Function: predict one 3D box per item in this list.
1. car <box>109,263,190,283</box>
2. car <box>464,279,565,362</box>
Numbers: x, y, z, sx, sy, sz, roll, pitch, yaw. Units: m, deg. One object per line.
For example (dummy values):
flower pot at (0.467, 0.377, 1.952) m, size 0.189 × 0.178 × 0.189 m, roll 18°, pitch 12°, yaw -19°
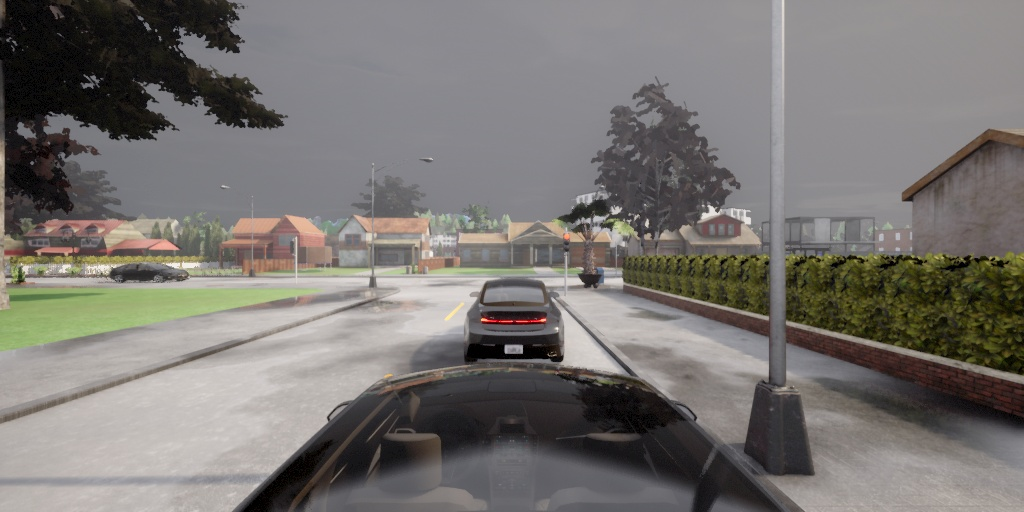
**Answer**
car at (-27.024, 1.254, 26.819) m, size 4.892 × 1.490 × 1.837 m, roll 0°, pitch 0°, yaw 0°
car at (0.052, 1.255, 8.187) m, size 1.837 × 1.490 × 4.892 m, roll 0°, pitch 0°, yaw 1°
